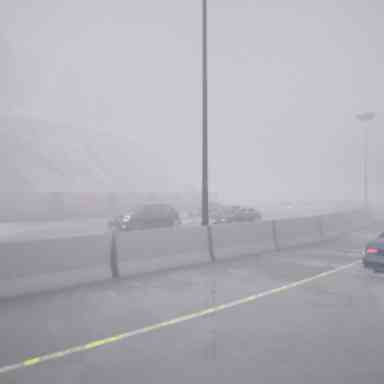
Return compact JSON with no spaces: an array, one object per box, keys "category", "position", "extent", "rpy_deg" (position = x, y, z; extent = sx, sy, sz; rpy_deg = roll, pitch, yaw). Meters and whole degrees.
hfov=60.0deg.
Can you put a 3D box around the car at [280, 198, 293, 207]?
[{"category":"car","position":[16.096,1.801,57.000],"extent":[2.033,1.411,5.357],"rpy_deg":[0,0,10]}]

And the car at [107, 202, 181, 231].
[{"category":"car","position":[-2.860,1.461,20.344],"extent":[2.097,1.767,4.553],"rpy_deg":[0,0,45]}]

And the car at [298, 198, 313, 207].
[{"category":"car","position":[19.866,1.802,58.607],"extent":[2.033,1.411,5.357],"rpy_deg":[0,0,8]}]

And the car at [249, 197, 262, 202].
[{"category":"car","position":[13.355,1.829,70.125],"extent":[1.812,1.442,4.674],"rpy_deg":[0,0,-3]}]

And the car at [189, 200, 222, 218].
[{"category":"car","position":[1.593,1.644,30.825],"extent":[2.128,1.511,4.902],"rpy_deg":[0,0,35]}]

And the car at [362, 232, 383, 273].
[{"category":"car","position":[6.833,1.585,9.882],"extent":[5.357,1.411,2.033],"rpy_deg":[0,0,-44]}]

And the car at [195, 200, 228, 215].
[{"category":"car","position":[2.361,1.693,38.527],"extent":[1.837,1.490,4.892],"rpy_deg":[0,0,29]}]

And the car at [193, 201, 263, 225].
[{"category":"car","position":[2.652,1.593,21.051],"extent":[2.128,1.511,4.902],"rpy_deg":[0,0,41]}]
